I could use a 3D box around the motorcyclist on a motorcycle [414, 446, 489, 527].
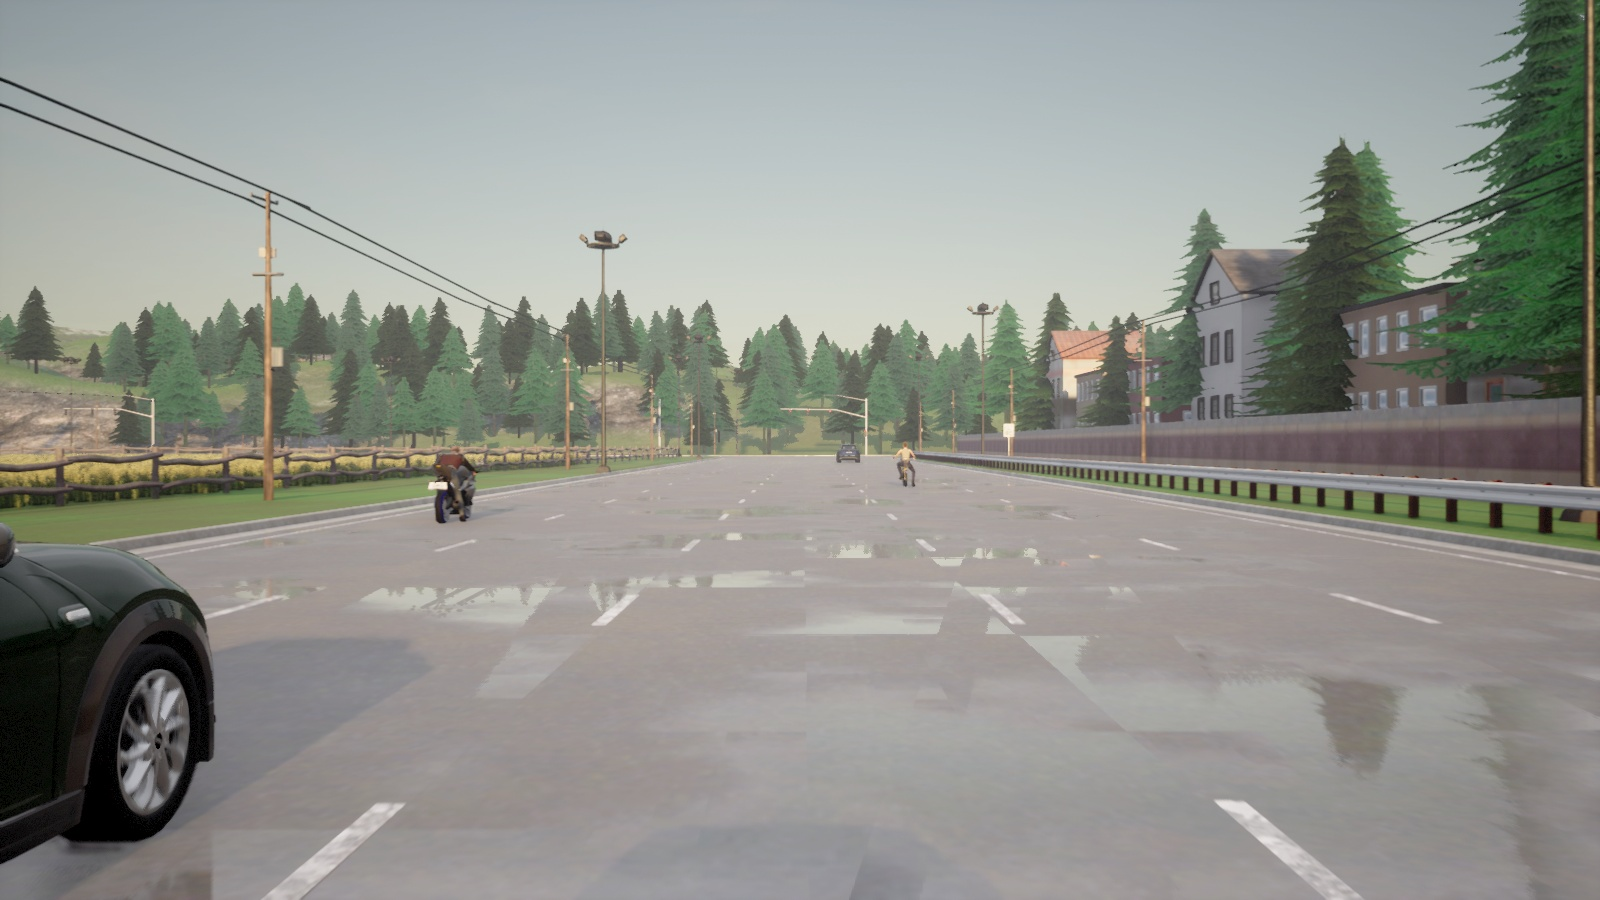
[{"bbox_3d":[-6.844,0.682,24.757,0.866,1.530,2.191,0,0,0],"label":"motorcyclist on a motorcycle"}]

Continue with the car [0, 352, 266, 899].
[{"bbox_3d":[-3.465,0.590,3.376,2.097,1.767,4.553,0,0,0],"label":"car"}]
